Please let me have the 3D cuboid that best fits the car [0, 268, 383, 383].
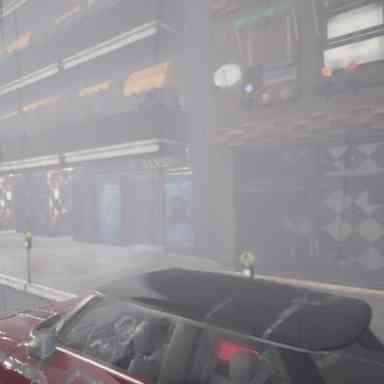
[{"bbox_3d":[-0.313,1.445,2.975,4.097,1.590,1.967,0,-1,35],"label":"car"}]
